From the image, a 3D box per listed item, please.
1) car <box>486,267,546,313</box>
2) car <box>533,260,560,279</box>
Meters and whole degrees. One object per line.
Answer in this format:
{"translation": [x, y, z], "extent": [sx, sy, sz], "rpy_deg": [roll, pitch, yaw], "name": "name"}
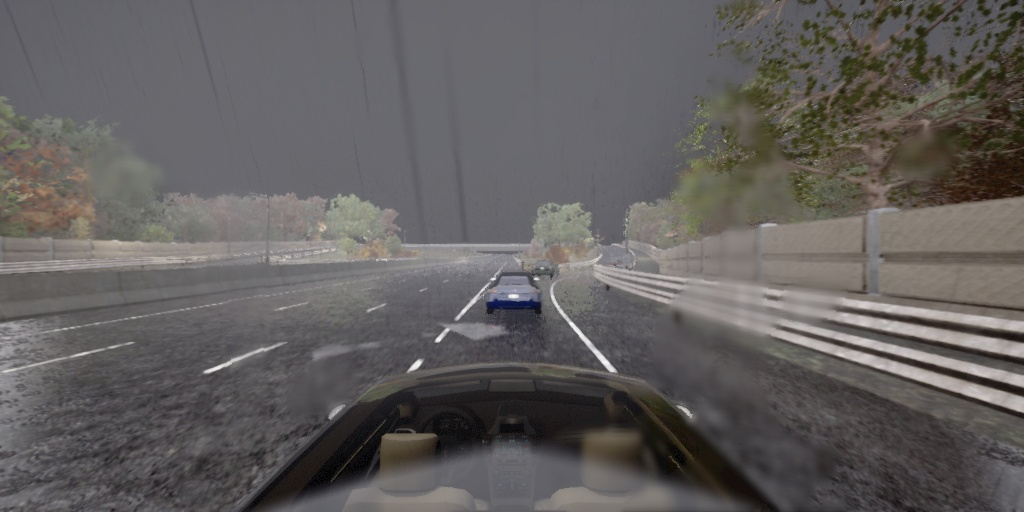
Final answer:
{"translation": [0.129, 1.317, 14.006], "extent": [1.994, 1.385, 4.181], "rpy_deg": [0, 0, 2], "name": "car"}
{"translation": [3.371, 1.245, 35.130], "extent": [2.097, 1.767, 4.553], "rpy_deg": [2, -2, 16], "name": "car"}
